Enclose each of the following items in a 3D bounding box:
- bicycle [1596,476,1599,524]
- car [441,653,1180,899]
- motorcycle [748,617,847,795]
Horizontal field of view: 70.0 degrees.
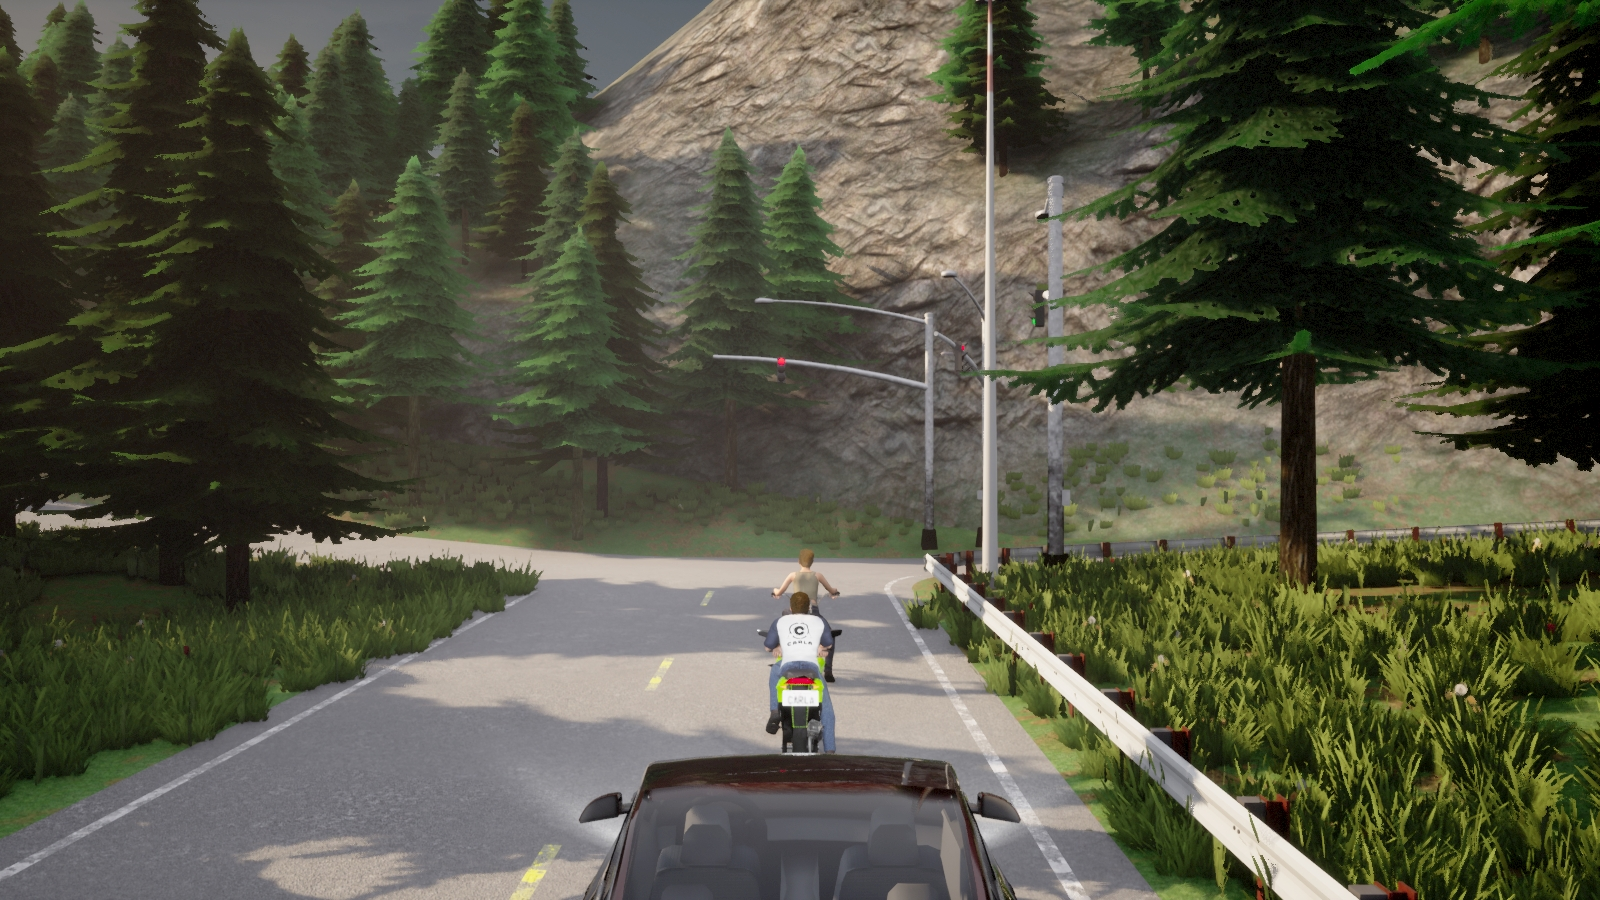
[{"bbox_3d":[21.727,1.355,29.474,1.835,1.471,0.329,-5,-2,26],"label":"bicycle"},{"bbox_3d":[0.029,2.063,5.012,2.163,1.488,4.792,0,0,0],"label":"car"},{"bbox_3d":[-0.020,2.213,10.238,0.803,1.145,2.033,0,0,0],"label":"motorcycle"}]
